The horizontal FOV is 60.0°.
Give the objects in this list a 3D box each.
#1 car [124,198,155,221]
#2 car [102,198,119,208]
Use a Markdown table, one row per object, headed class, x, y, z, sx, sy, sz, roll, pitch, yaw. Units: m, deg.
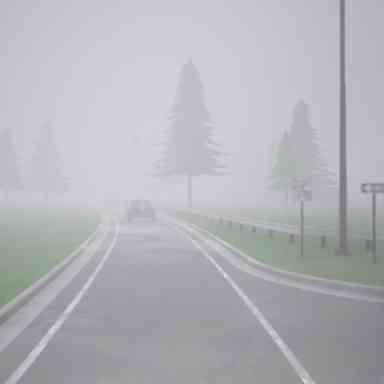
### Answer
| class | x | y | z | sx | sy | sz | roll | pitch | yaw |
| --- | --- | --- | --- | --- | --- | --- | --- | --- | --- |
| car | -4.341 | 1.321 | 27.126 | 2.097 | 1.767 | 4.553 | 0 | 0 | -15 |
| car | -11.855 | 1.512 | 48.357 | 2.033 | 1.411 | 5.357 | 0 | 0 | -22 |
